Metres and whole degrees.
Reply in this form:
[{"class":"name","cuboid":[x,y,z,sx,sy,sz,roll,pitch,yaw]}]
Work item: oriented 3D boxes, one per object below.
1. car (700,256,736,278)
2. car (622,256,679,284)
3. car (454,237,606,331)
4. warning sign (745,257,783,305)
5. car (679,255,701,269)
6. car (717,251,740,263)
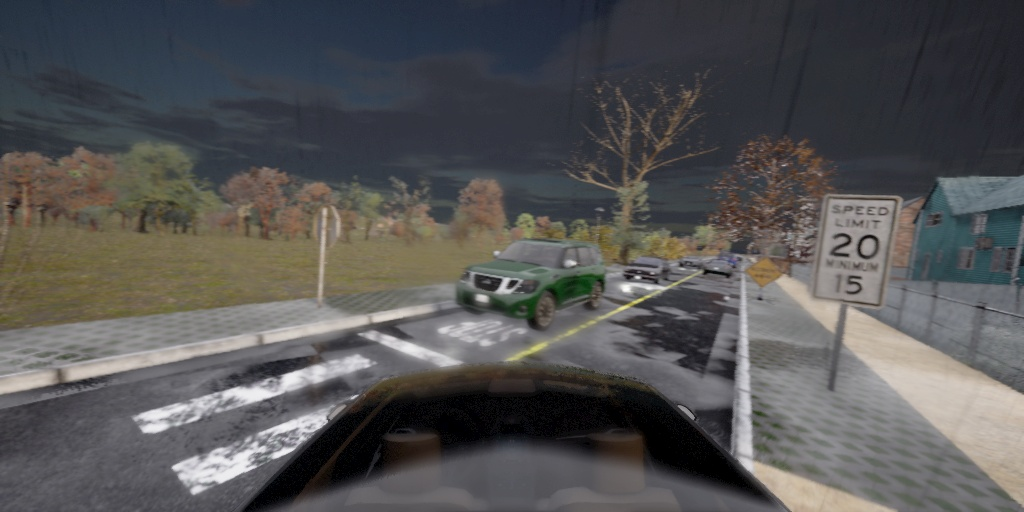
[{"class":"car","cuboid":[17.567,0.981,30.537,1.994,1.385,4.181,8,5,33]},{"class":"car","cuboid":[8.245,0.741,21.466,2.033,1.411,5.357,8,5,33]},{"class":"car","cuboid":[0.888,0.536,9.967,2.150,2.045,5.566,8,5,32]},{"class":"warning sign","cuboid":[10.276,0.945,14.869,1.300,1.860,1.060,0,0,33]},{"class":"car","cuboid":[19.186,0.600,38.316,1.994,1.385,4.181,8,4,33]},{"class":"car","cuboid":[27.447,0.494,45.835,2.150,2.045,5.566,8,5,33]}]
